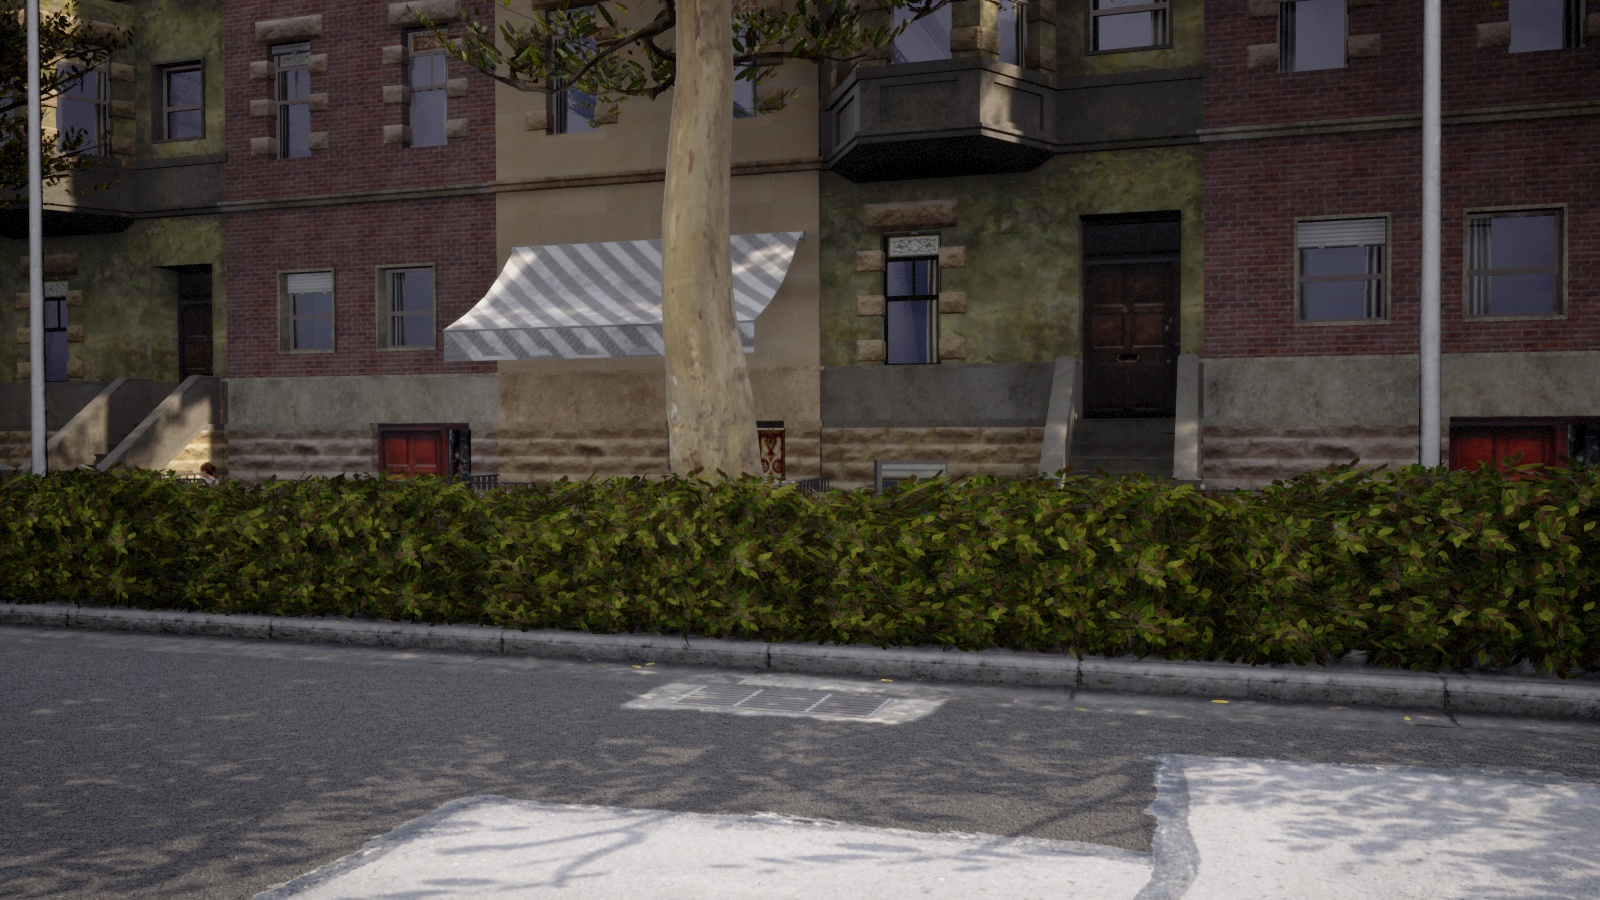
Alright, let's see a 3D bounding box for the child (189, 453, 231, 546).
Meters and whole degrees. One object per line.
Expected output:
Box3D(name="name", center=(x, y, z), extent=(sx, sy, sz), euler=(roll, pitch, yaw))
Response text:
Box3D(name="child", center=(-7.135, 0.593, 15.189), extent=(0.394, 1.110, 0.255), euler=(1, 1, 21))
